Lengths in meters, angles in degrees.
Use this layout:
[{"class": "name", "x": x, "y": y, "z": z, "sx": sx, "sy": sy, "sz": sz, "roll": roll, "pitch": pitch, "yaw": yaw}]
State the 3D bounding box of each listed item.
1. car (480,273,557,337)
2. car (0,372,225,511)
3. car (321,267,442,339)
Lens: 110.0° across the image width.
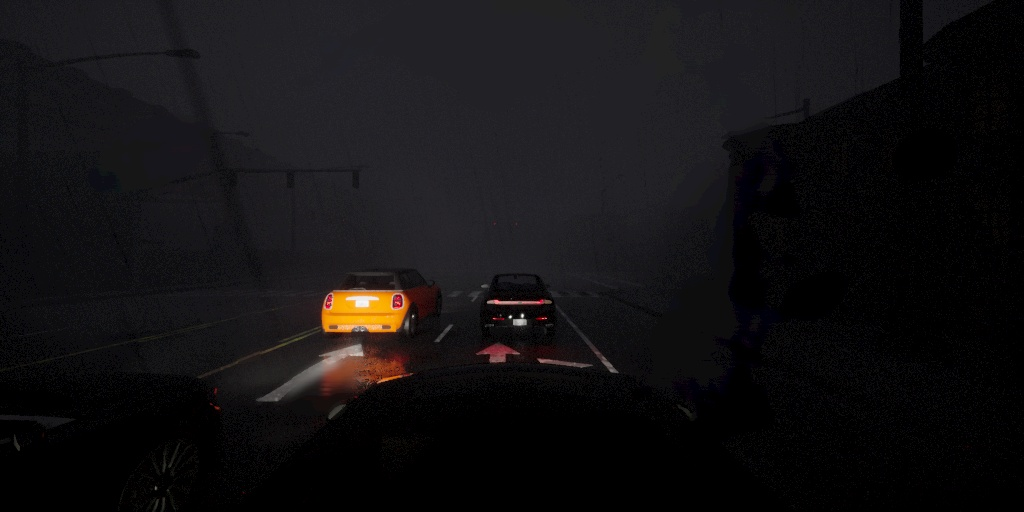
[{"class": "car", "x": 0.115, "y": 1.242, "z": 10.292, "sx": 2.128, "sy": 1.511, "sz": 4.902, "roll": 0, "pitch": 0, "yaw": -1}, {"class": "car", "x": -3.400, "y": 1.242, "z": 1.101, "sx": 2.128, "sy": 1.511, "sz": 4.902, "roll": 0, "pitch": 0, "yaw": 0}, {"class": "car", "x": -3.394, "y": 1.102, "z": 10.250, "sx": 2.097, "sy": 1.767, "sz": 4.553, "roll": 0, "pitch": 0, "yaw": 0}]
